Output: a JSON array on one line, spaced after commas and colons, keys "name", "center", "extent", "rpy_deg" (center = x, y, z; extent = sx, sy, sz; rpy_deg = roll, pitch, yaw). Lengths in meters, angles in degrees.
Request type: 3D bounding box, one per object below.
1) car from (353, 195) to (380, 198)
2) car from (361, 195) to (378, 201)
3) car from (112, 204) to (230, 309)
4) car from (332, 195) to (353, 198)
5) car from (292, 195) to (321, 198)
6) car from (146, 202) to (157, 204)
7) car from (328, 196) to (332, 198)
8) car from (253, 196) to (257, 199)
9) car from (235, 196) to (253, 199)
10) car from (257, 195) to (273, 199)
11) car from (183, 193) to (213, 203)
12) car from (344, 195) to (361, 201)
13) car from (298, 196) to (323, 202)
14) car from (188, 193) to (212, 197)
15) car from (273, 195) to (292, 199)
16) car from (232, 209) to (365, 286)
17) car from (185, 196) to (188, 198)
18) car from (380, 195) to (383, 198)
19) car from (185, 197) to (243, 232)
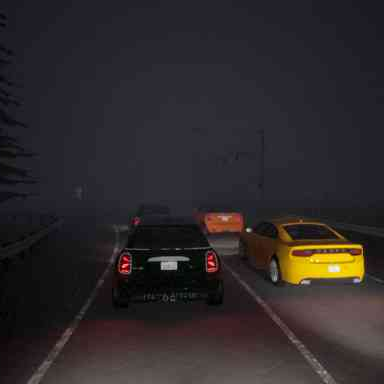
[{"name": "car", "center": [36.115, 1.553, 68.791], "extent": [4.181, 1.385, 1.994], "rpy_deg": [0, 0, -25]}, {"name": "car", "center": [43.648, 1.523, 81.828], "extent": [4.674, 1.442, 1.812], "rpy_deg": [0, 0, -37]}, {"name": "car", "center": [-0.630, 1.352, 8.121], "extent": [2.097, 1.767, 4.553], "rpy_deg": [0, 0, -6]}, {"name": "car", "center": [33.082, 1.355, 71.177], "extent": [4.553, 1.767, 2.097], "rpy_deg": [0, 0, -25]}, {"name": "car", "center": [22.176, 1.492, 63.361], "extent": [4.902, 1.511, 2.128], "rpy_deg": [0, 0, -18]}, {"name": "car", "center": [-2.110, 1.352, 16.928], "extent": [2.097, 1.767, 4.553], "rpy_deg": [0, 0, -12]}, {"name": "car", "center": [30.862, 1.525, 74.022], "extent": [4.902, 1.511, 2.128], "rpy_deg": [0, 0, -21]}, {"name": "car", "center": [12.933, 1.553, 71.269], "extent": [4.181, 1.385, 1.994], "rpy_deg": [0, 0, -19]}, {"name": "car", "center": [7.750, 1.601, 58.504], "extent": [4.718, 1.301, 1.895], "rpy_deg": [0, 0, -19]}, {"name": "car", "center": [16.598, 1.355, 68.821], "extent": [4.553, 1.767, 2.097], "rpy_deg": [0, 0, -19]}, {"name": "car", "center": [1.160, 1.222, 67.302], "extent": [5.566, 2.045, 2.150], "rpy_deg": [0, 0, -18]}, {"name": "car", "center": [40.463, 1.536, 83.762], "extent": [4.181, 1.385, 1.994], "rpy_deg": [0, 0, -37]}, {"name": "car", "center": [27.120, 1.540, 76.220], "extent": [5.357, 1.411, 2.033], "rpy_deg": [0, 0, -21]}, {"name": "car", "center": [2.356, 1.503, 60.363], "extent": [4.892, 1.490, 1.837], "rpy_deg": [0, 0, -19]}, {"name": "car", "center": [19.083, 1.353, 65.983], "extent": [4.553, 1.767, 2.097], "rpy_deg": [0, 0, -19]}, {"name": "car", "center": [2.730, 1.478, 9.482], "extent": [1.882, 1.535, 5.008], "rpy_deg": [0, 0, -6]}, {"name": "car", "center": [1.007, 1.600, 63.596], "extent": [4.718, 1.301, 1.895], "rpy_deg": [0, 0, -19]}, {"name": "car", "center": [45.626, 1.522, 78.931], "extent": [4.674, 1.442, 1.812], "rpy_deg": [0, 0, -37]}, {"name": "car", "center": [1.204, 1.352, 18.368], "extent": [2.097, 1.767, 4.553], "rpy_deg": [0, 0, -12]}]
